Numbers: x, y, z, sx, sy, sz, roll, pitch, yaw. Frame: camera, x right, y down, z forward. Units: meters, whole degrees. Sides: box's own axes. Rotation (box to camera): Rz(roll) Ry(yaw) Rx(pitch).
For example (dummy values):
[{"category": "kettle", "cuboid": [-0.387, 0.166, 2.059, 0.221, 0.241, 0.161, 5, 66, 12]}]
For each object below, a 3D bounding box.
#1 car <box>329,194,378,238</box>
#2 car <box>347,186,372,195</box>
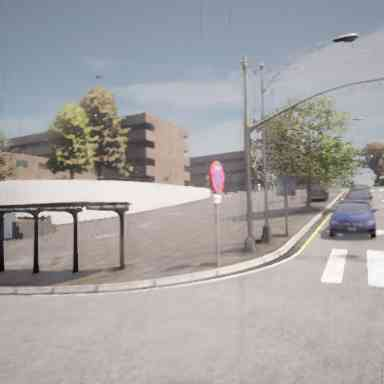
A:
[{"category": "car", "cuboid": [7.637, 1.141, 15.714, 1.812, 1.442, 4.674, -3, 2, 28]}, {"category": "car", "cuboid": [12.426, 0.578, 24.860, 2.033, 1.411, 5.357, -3, 2, 26]}]
